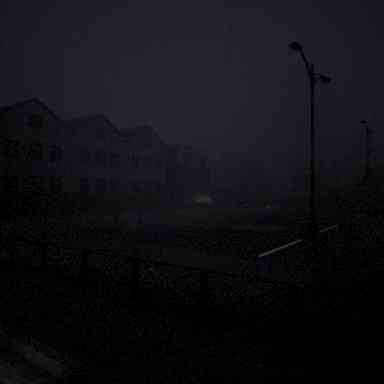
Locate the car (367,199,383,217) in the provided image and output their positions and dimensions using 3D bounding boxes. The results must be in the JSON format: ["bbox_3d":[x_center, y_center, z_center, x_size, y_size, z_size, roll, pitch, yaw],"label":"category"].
[{"bbox_3d":[15.422,1.298,26.809,2.007,1.523,4.514,0,0,35],"label":"car"}]

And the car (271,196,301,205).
[{"bbox_3d":[15.154,1.407,53.583,4.674,1.442,1.812,0,-1,-4],"label":"car"}]

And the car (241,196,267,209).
[{"bbox_3d":[7.984,1.310,42.822,1.837,1.490,4.892,0,-1,35],"label":"car"}]
